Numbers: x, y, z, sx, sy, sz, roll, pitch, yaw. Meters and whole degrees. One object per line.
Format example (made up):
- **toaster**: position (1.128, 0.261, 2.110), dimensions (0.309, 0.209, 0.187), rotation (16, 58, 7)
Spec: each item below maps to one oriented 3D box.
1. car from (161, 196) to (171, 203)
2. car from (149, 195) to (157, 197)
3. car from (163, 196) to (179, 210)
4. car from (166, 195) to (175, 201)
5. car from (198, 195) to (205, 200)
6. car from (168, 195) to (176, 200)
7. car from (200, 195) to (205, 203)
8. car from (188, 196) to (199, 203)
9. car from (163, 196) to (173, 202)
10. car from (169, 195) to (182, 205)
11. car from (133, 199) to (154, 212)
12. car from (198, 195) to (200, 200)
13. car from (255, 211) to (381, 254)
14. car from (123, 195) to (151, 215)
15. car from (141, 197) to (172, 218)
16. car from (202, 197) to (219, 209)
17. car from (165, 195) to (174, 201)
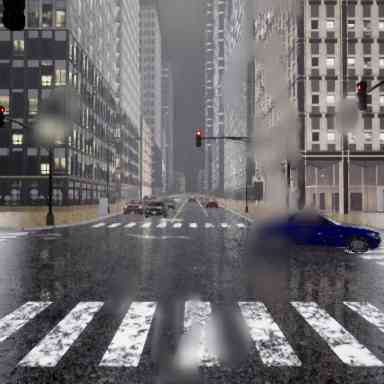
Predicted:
- **car**: position (-5.703, 1.573, 72.800), dimensions (1.887, 1.381, 4.507), rotation (1, 0, 0)
- **car**: position (-5.688, 1.332, 44.924), dimensions (2.192, 1.841, 5.009), rotation (1, 0, 0)
- **car**: position (-3.113, 1.564, 43.723), dimensions (2.033, 1.411, 5.357), rotation (0, 0, 0)
- **car**: position (-5.709, 1.587, 89.526), dimensions (2.008, 1.369, 4.403), rotation (1, 0, 0)
- **car**: position (2.669, 1.584, 95.185), dimensions (1.887, 1.381, 4.507), rotation (1, 0, 0)
- **car**: position (-5.712, 1.605, 95.101), dimensions (1.947, 1.339, 4.313), rotation (1, 0, 0)
- **car**: position (2.684, 1.547, 56.315), dimensions (1.752, 1.417, 4.829), rotation (1, 0, 0)
- **car**: position (0.057, 1.574, 70.490), dimensions (2.033, 1.411, 5.357), rotation (0, 0, 0)
- **car**: position (-5.705, 1.582, 78.375), dimensions (2.008, 1.369, 4.403), rotation (1, 0, 0)
- **car**: position (-3.054, 1.549, 61.334), dimensions (1.812, 1.442, 4.674), rotation (0, 0, 1)
- **car**: position (-5.692, 1.597, 39.349), dimensions (1.802, 1.307, 4.206), rotation (1, 0, 0)
- **car**: position (2.681, 1.590, 61.722), dimensions (1.947, 1.339, 4.313), rotation (1, 0, 0)
- **car**: position (4.889, 1.527, 13.344), dimensions (4.674, 1.442, 1.812), rotation (0, 0, 23)
- **car**: position (-5.686, 1.453, 33.774), dimensions (1.967, 1.590, 4.097), rotation (1, 0, 0)
- **car**: position (-3.110, 1.516, 29.924), dimensions (1.837, 1.490, 4.892), rotation (0, 0, 0)
- **car**: position (2.686, 1.599, 44.989), dimensions (1.802, 1.307, 4.206), rotation (1, 0, 0)
- **car**: position (-5.707, 1.578, 83.950), dimensions (1.887, 1.381, 4.507), rotation (1, 0, 0)
